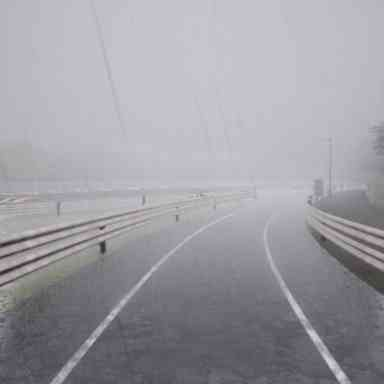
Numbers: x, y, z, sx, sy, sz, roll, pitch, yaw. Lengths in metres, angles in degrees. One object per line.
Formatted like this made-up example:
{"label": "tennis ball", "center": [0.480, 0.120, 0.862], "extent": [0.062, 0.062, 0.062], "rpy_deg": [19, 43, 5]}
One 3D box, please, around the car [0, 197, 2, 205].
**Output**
{"label": "car", "center": [-19.072, 1.287, 36.958], "extent": [2.033, 1.411, 5.357], "rpy_deg": [1, 3, 42]}

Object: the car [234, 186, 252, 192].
{"label": "car", "center": [10.698, -0.518, 69.500], "extent": [2.097, 1.767, 4.553], "rpy_deg": [1, 3, 42]}

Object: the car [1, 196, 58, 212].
{"label": "car", "center": [-16.488, 1.290, 34.595], "extent": [1.882, 1.535, 5.008], "rpy_deg": [1, 3, 42]}

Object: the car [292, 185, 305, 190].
{"label": "car", "center": [28.604, -1.179, 89.084], "extent": [2.128, 1.511, 4.902], "rpy_deg": [1, 3, 42]}

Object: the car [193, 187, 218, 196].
{"label": "car", "center": [2.738, -0.169, 65.984], "extent": [2.128, 1.511, 4.902], "rpy_deg": [1, 3, 42]}

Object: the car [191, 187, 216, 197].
{"label": "car", "center": [1.884, 0.355, 54.682], "extent": [1.895, 1.301, 4.718], "rpy_deg": [1, 3, 42]}
